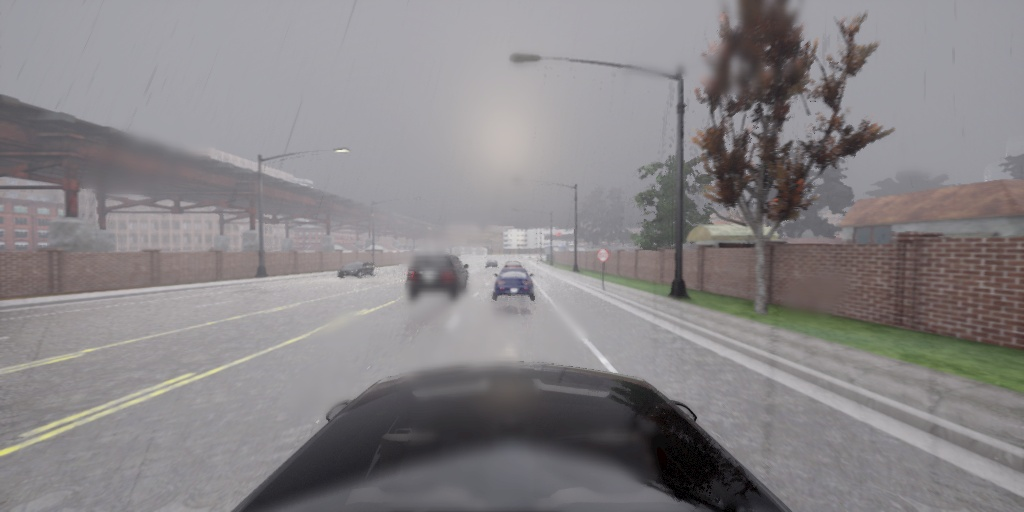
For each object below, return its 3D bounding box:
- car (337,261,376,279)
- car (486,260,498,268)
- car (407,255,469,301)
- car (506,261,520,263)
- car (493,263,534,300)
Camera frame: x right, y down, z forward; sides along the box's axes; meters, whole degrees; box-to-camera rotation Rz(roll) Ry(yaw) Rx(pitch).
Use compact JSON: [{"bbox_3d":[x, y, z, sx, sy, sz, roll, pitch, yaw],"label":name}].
[{"bbox_3d":[-14.046,1.245,32.672,1.837,1.490,4.892,0,-1,1],"label":"car"},{"bbox_3d":[-3.382,1.315,61.594,1.895,1.301,4.718,0,0,0],"label":"car"},{"bbox_3d":[-3.400,0.966,17.386,2.150,2.045,5.566,0,0,0],"label":"car"},{"bbox_3d":[0.107,1.223,36.057,1.882,1.535,5.008,0,0,0],"label":"car"},{"bbox_3d":[0.092,1.274,17.462,1.812,1.442,4.674,0,0,0],"label":"car"}]
